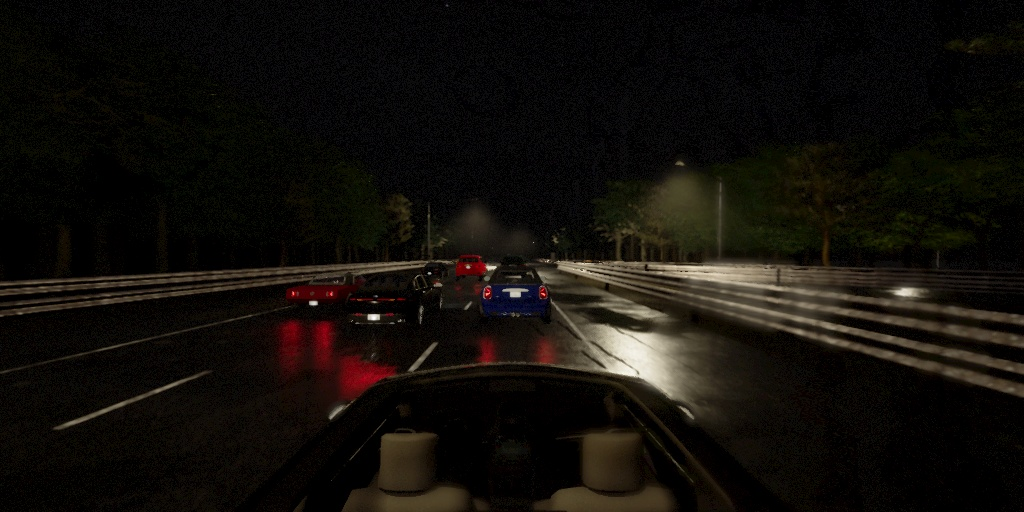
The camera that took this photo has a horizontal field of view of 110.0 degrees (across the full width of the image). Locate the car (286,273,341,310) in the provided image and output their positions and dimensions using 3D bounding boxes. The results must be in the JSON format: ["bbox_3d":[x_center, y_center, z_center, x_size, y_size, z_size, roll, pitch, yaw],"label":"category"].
[{"bbox_3d":[-6.901,1.353,14.694,1.895,1.301,4.718,0,0,0],"label":"car"}]

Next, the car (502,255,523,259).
[{"bbox_3d":[0.095,0.975,30.606,2.150,2.045,5.566,0,0,0],"label":"car"}]

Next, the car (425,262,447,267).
[{"bbox_3d":[-6.919,1.280,32.362,1.812,1.442,4.674,0,0,0],"label":"car"}]

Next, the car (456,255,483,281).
[{"bbox_3d":[-3.405,0.975,30.602,2.150,2.045,5.566,0,0,0],"label":"car"}]

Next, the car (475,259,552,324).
[{"bbox_3d":[0.097,1.103,12.188,2.097,1.767,4.553,0,0,0],"label":"car"}]

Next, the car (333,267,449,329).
[{"bbox_3d":[-3.401,1.256,11.239,1.837,1.490,4.892,0,0,0],"label":"car"}]

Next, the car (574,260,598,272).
[{"bbox_3d":[9.954,1.300,47.359,1.882,1.535,5.008,0,0,-23],"label":"car"}]
